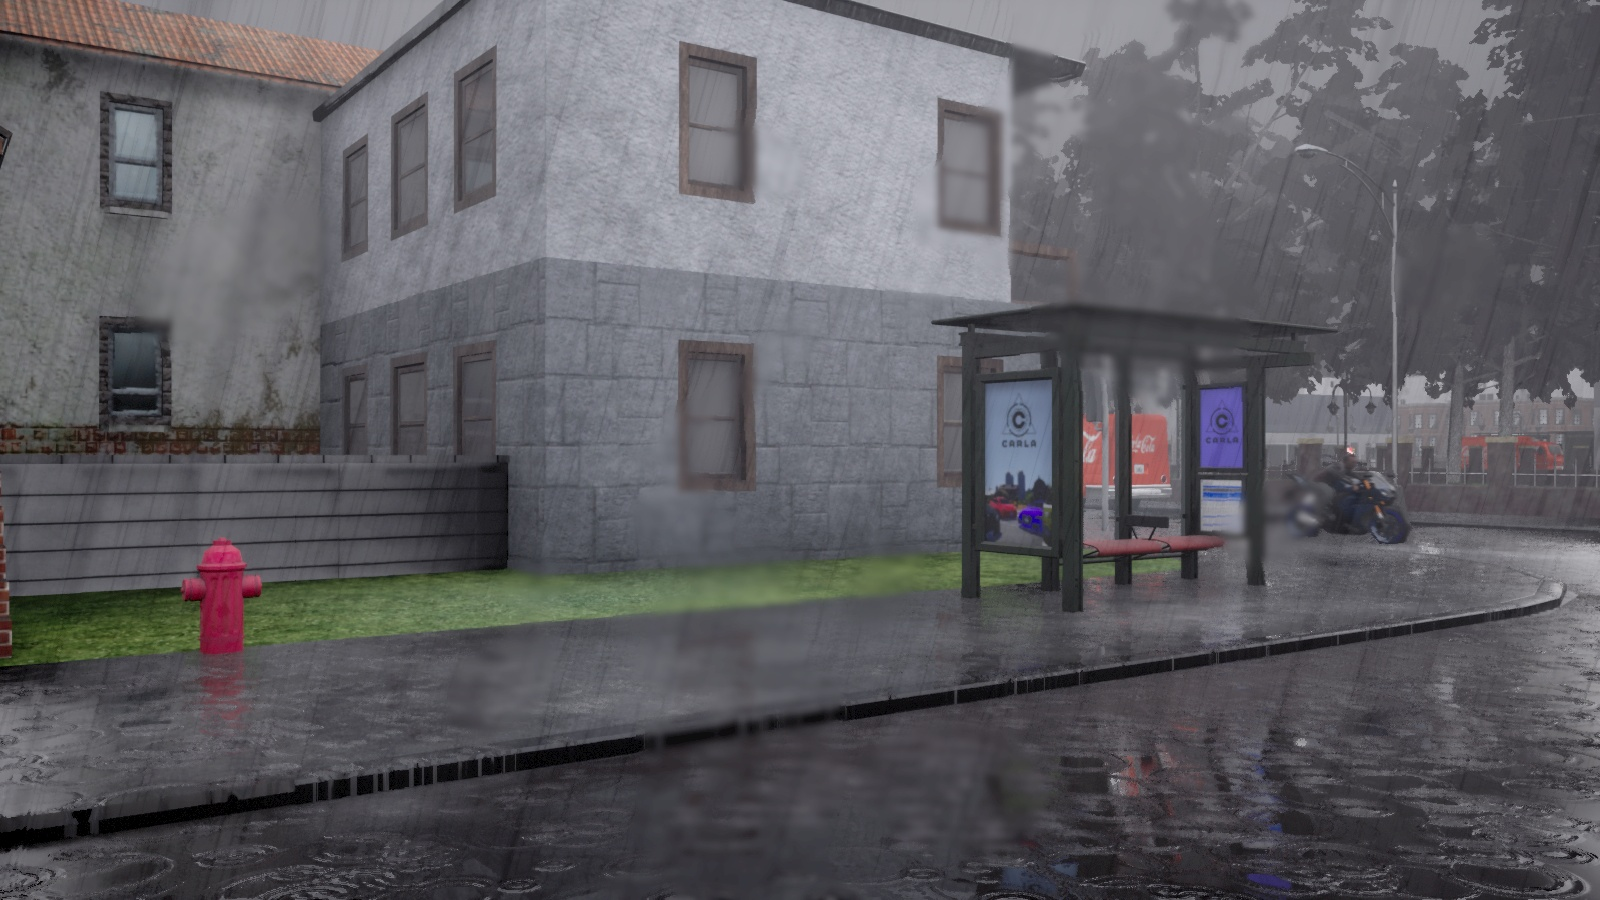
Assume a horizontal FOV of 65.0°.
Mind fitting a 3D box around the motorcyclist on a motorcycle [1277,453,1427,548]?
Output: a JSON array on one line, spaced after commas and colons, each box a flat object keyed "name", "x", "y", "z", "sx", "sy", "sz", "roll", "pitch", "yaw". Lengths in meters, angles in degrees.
[{"name": "motorcyclist on a motorcycle", "x": 9.329, "y": 0.812, "z": 21.320, "sx": 0.866, "sy": 1.530, "sz": 2.191, "roll": 0, "pitch": 0, "yaw": -35}]

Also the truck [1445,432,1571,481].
[{"name": "truck", "x": 37.575, "y": 0.341, "z": 66.726, "sx": 2.627, "sy": 2.467, "sz": 5.204, "roll": 0, "pitch": 0, "yaw": -35}]

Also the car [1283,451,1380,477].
[{"name": "car", "x": 31.698, "y": 0.817, "z": 75.014, "sx": 2.128, "sy": 1.511, "sz": 4.902, "roll": 0, "pitch": 0, "yaw": -35}]
